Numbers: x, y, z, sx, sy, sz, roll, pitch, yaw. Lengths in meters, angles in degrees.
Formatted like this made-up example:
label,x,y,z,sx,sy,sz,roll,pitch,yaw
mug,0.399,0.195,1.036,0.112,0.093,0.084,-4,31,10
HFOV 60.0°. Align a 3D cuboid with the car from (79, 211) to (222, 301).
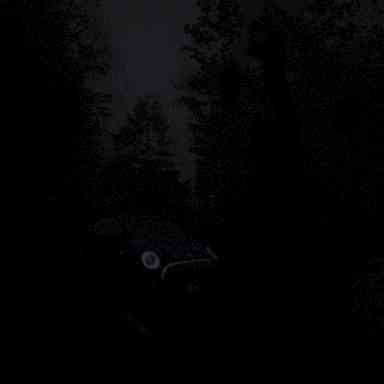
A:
label,x,y,z,sx,sy,sz,roll,pitch,yaw
car,-1.267,1.373,8.615,2.185,1.767,4.553,1,-1,-36
